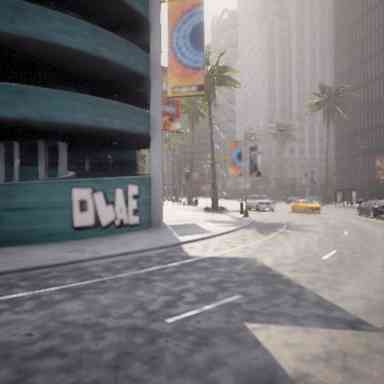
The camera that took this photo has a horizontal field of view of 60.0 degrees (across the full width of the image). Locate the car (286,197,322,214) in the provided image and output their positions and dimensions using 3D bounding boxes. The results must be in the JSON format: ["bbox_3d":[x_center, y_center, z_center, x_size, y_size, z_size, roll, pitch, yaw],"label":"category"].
[{"bbox_3d":[12.690,1.560,37.224,1.882,1.535,5.008,0,0,-4],"label":"car"}]

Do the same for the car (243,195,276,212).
[{"bbox_3d":[8.667,1.369,42.042,2.150,2.045,5.566,0,-1,-7],"label":"car"}]

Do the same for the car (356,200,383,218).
[{"bbox_3d":[16.465,1.514,29.956,1.837,1.490,4.892,0,0,5],"label":"car"}]
